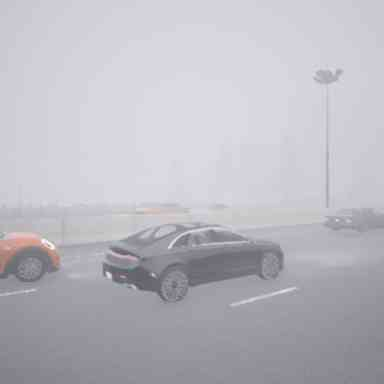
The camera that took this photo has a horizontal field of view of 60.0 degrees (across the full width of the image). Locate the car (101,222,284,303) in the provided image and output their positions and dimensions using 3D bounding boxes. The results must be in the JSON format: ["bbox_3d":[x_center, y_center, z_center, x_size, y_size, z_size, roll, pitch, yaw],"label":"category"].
[{"bbox_3d":[0.258,1.499,8.260,4.902,1.511,2.128,0,0,-36],"label":"car"}]

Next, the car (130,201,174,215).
[{"bbox_3d":[-4.272,1.681,35.467,4.181,1.385,1.994,0,0,-36],"label":"car"}]

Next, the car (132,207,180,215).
[{"bbox_3d":[-2.460,1.559,28.140,5.008,1.535,1.882,0,0,-36],"label":"car"}]

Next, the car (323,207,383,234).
[{"bbox_3d":[9.943,1.611,19.595,5.357,1.411,2.033,0,0,-36],"label":"car"}]

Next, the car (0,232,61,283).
[{"bbox_3d":[-5.740,1.385,8.243,4.553,1.767,2.097,0,0,-36],"label":"car"}]

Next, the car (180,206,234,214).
[{"bbox_3d":[1.658,1.608,26.798,4.674,1.442,1.812,0,0,-36],"label":"car"}]
